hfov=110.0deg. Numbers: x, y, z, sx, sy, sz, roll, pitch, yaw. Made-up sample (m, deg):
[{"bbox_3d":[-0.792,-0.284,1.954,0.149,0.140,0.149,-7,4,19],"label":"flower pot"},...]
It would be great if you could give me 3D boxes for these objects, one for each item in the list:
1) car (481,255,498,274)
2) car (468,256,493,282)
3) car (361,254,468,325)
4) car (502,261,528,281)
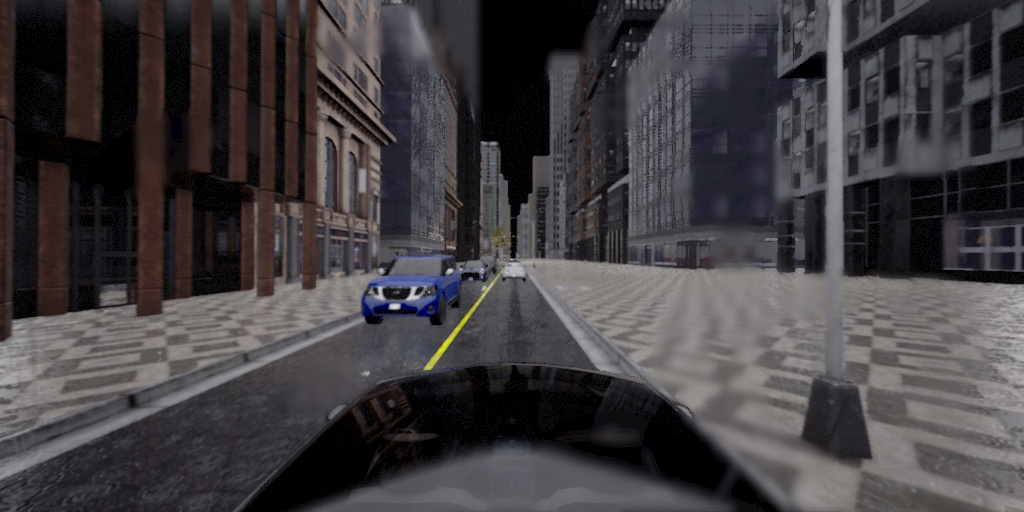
[{"bbox_3d":[-2.814,0.944,40.675,2.150,2.045,5.566,0,0,0],"label":"car"},{"bbox_3d":[-2.923,1.077,28.085,2.097,1.767,4.553,0,0,1],"label":"car"},{"bbox_3d":[-3.054,0.953,12.168,2.150,2.045,5.566,0,0,0],"label":"car"},{"bbox_3d":[0.182,1.263,29.407,1.812,1.442,4.674,0,0,1],"label":"car"}]
